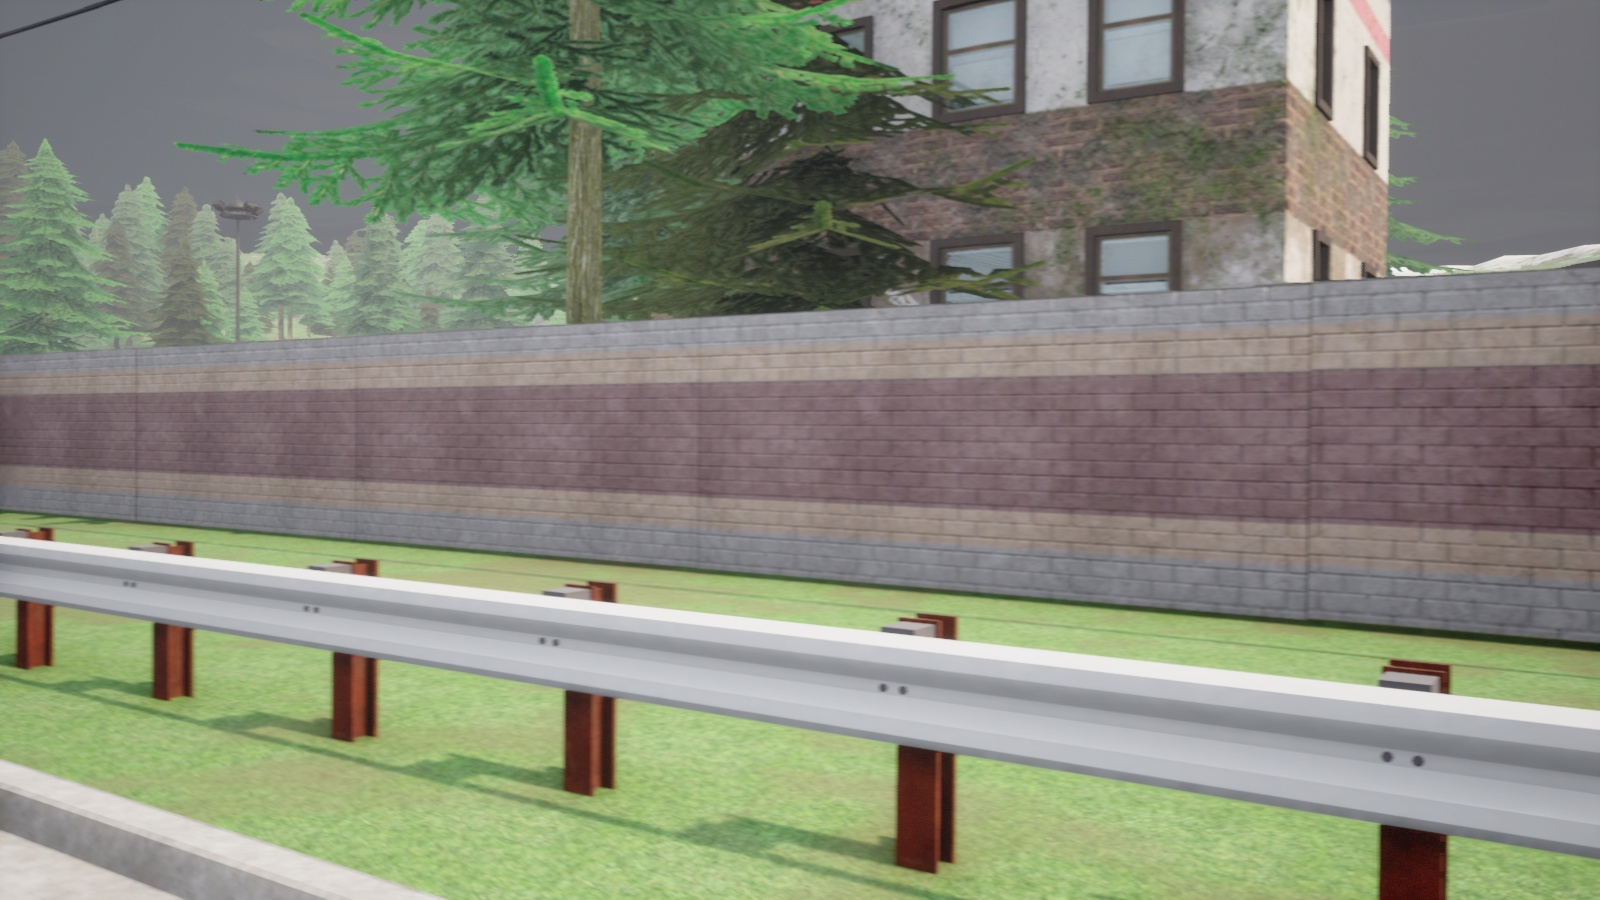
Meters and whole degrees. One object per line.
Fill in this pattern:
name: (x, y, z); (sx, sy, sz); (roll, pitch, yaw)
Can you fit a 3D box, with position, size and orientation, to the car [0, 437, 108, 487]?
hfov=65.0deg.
car: (-25.412, 0.385, 40.582); (1.882, 1.535, 5.008); (0, 1, 34)
